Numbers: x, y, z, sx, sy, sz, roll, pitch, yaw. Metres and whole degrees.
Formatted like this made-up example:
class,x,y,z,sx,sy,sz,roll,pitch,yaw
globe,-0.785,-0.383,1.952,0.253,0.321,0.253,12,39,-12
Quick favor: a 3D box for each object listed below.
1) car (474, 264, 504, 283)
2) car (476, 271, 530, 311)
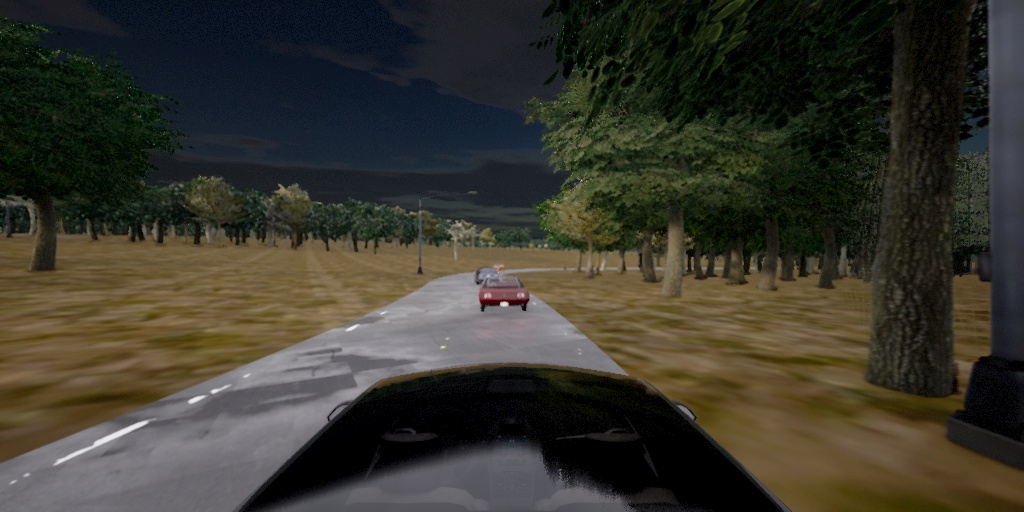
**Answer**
class,x,y,z,sx,sy,sz,roll,pitch,yaw
car,-2.166,1.629,30.194,2.033,1.411,5.357,0,-1,-9
car,-0.434,1.489,15.256,1.895,1.301,4.718,0,-1,-4
